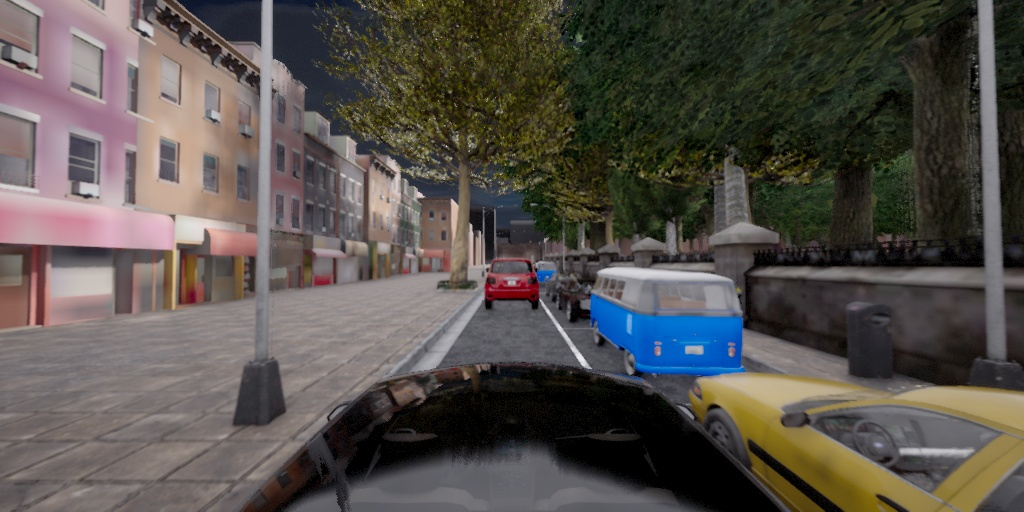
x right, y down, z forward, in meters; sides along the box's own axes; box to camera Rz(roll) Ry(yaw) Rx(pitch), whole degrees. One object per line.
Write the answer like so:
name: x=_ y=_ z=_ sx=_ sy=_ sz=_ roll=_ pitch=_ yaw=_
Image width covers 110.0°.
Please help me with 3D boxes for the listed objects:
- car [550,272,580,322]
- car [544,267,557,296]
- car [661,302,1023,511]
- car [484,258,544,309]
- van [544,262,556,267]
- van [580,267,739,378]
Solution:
car: x=2.632 y=1.421 z=12.492 sx=1.948 sy=1.339 sz=4.313 roll=0 pitch=0 yaw=0
car: x=2.629 y=1.461 z=17.941 sx=2.007 sy=1.370 sz=4.403 roll=0 pitch=0 yaw=0
car: x=2.639 y=1.274 z=1.764 sx=1.751 sy=1.417 sz=4.829 roll=0 pitch=0 yaw=0
car: x=-0.007 y=1.106 z=15.872 sx=2.150 sy=2.045 sz=5.566 roll=0 pitch=0 yaw=0
van: x=2.622 y=1.366 z=28.839 sx=1.690 sy=1.789 sz=3.998 roll=0 pitch=0 yaw=0
van: x=2.636 y=1.142 z=7.042 sx=1.690 sy=1.789 sz=3.998 roll=0 pitch=0 yaw=0
